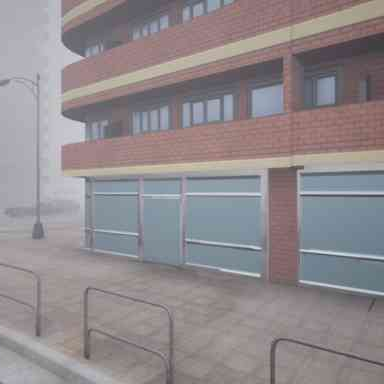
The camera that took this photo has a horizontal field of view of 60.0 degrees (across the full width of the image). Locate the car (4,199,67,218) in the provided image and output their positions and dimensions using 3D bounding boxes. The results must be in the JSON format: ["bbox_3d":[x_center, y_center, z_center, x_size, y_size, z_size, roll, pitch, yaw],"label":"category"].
[{"bbox_3d":[-14.135,1.600,29.923,1.895,1.301,4.718,0,0,36],"label":"car"}]

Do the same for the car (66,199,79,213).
[{"bbox_3d":[-14.419,1.504,35.459,1.837,1.490,4.892,0,0,36],"label":"car"}]
